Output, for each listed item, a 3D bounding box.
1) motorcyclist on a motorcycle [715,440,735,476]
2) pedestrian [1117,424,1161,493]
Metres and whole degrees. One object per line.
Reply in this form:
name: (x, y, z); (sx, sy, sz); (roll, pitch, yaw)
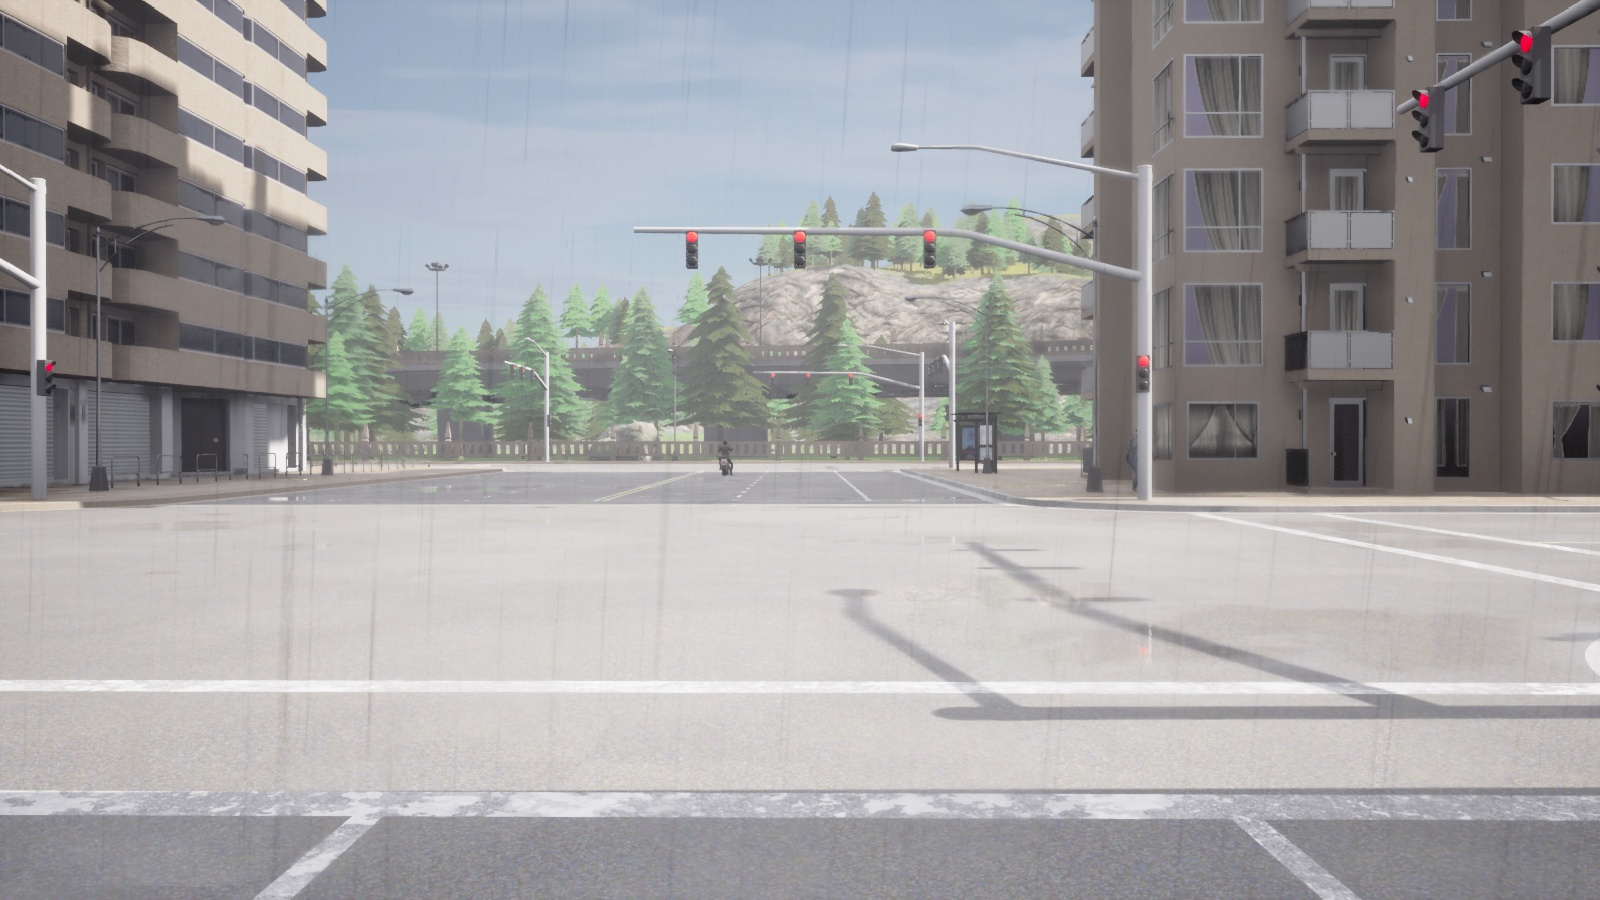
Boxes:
motorcyclist on a motorcycle: (-3.437, 0.367, 57.900); (0.766, 1.649, 2.350); (0, 0, 0)
pedestrian: (9.180, 0.221, 33.997); (0.874, 1.855, 0.900); (0, 0, -6)
